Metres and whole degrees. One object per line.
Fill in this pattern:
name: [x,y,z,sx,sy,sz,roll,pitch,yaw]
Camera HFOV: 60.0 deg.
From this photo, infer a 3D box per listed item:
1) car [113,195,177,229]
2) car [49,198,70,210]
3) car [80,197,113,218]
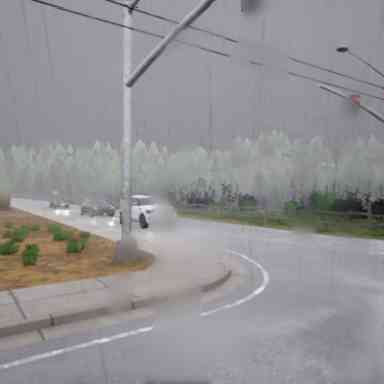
car: [-3.164,1.246,22.570,2.150,2.045,5.566,0,0,-34]
car: [-17.682,1.522,44.262,2.128,1.511,4.902,0,0,-33]
car: [-8.865,1.379,31.062,2.097,1.767,4.553,0,0,-34]
